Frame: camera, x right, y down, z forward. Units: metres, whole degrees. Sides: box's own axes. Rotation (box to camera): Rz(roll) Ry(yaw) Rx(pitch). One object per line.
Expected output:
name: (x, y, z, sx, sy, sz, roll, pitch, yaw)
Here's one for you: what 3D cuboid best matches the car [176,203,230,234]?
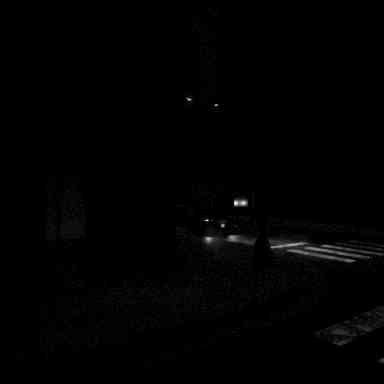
car: (0.079, 1.406, 18.631, 2.128, 1.511, 4.902, 0, 0, -37)
